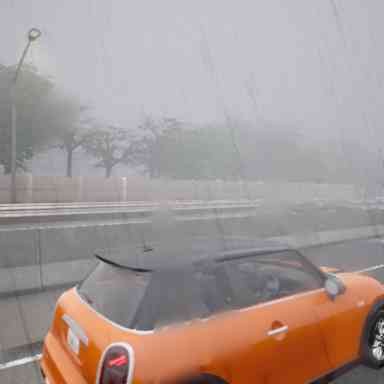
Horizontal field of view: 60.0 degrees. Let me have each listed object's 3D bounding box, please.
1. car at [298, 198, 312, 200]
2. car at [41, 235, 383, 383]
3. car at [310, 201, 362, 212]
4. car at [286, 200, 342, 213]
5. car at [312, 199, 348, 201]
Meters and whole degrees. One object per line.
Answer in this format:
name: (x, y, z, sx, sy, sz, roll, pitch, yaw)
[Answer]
car: (12.750, 1.481, 37.859, 5.008, 1.535, 1.882, 0, 0, -38)
car: (0.667, 1.352, 4.219, 4.553, 1.767, 2.097, 0, 0, -36)
car: (11.264, 1.599, 24.852, 4.718, 1.301, 1.895, 0, 0, -35)
car: (10.598, 1.599, 28.666, 4.718, 1.301, 1.895, 0, 0, -35)
car: (15.779, 1.510, 36.577, 4.892, 1.490, 1.837, 0, 0, -35)
